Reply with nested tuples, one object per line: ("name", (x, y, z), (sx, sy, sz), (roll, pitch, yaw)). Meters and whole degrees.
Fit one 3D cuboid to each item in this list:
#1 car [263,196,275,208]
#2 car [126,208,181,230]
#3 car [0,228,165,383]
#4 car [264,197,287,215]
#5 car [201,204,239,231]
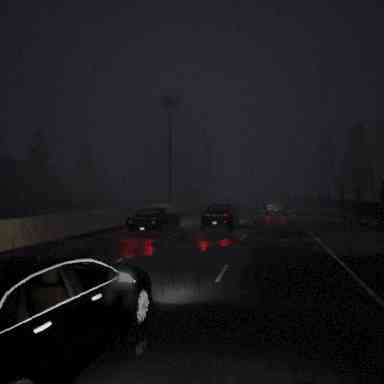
("car", (10.433, 1.352, 43.834), (2.097, 1.767, 4.553), (0, 0, 10))
("car", (-2.067, 1.601, 19.418), (1.895, 1.301, 4.718), (0, 0, 13))
("car", (-2.030, 1.504, 4.234), (1.837, 1.490, 4.892), (0, 0, 13))
("car", (8.608, 1.526, 34.388), (1.812, 1.442, 4.674), (0, 0, 13))
("car", (1.816, 1.492, 20.649), (2.128, 1.511, 4.902), (0, 0, 13))
